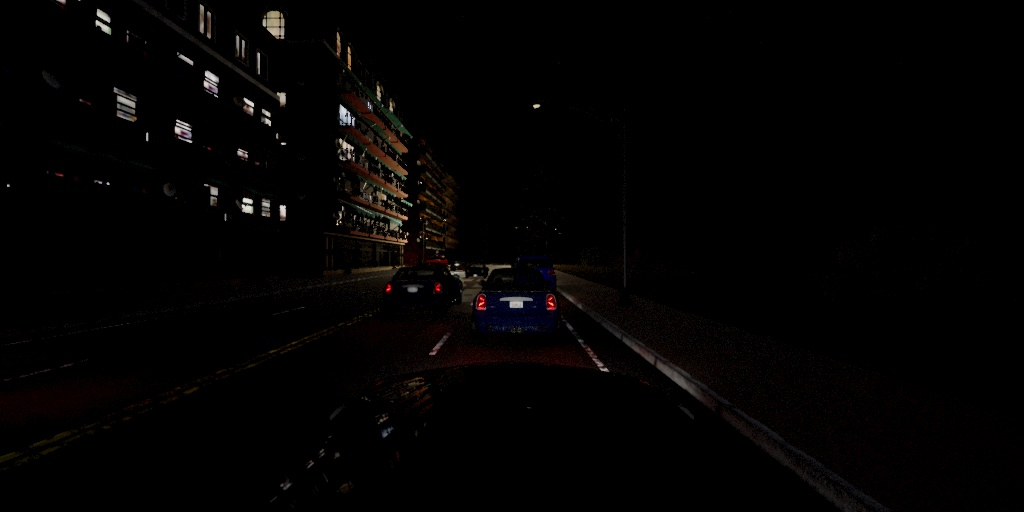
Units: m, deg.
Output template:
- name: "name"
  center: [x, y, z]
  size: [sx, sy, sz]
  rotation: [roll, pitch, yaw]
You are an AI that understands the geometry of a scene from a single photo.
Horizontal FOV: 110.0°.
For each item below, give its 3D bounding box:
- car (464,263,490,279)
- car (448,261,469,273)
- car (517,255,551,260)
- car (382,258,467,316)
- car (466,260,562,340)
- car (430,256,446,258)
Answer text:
- name: "car"
  center: [-3.153, 1.353, 33.256]
  size: [1.895, 1.301, 4.718]
  rotation: [0, 0, 0]
- name: "car"
  center: [-6.608, 1.315, 44.807]
  size: [1.994, 1.385, 4.181]
  rotation: [0, 0, 0]
- name: "car"
  center: [1.132, 0.977, 19.703]
  size: [2.150, 2.045, 5.566]
  rotation: [0, 0, 0]
- name: "car"
  center: [-3.156, 1.104, 13.535]
  size: [2.097, 1.767, 4.553]
  rotation: [0, 0, 0]
- name: "car"
  center: [0.095, 1.103, 10.128]
  size: [2.097, 1.767, 4.553]
  rotation: [0, 0, 0]
- name: "car"
  center: [-9.859, 0.972, 47.055]
  size: [2.150, 2.045, 5.566]
  rotation: [0, 0, 0]
